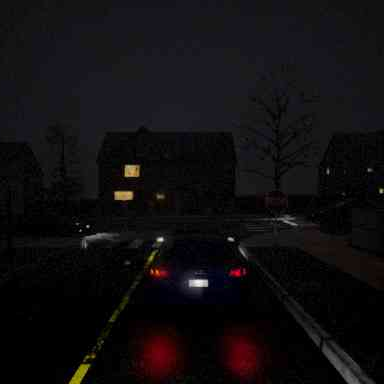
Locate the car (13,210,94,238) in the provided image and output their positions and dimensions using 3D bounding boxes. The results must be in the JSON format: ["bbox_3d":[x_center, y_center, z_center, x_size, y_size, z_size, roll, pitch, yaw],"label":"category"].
[{"bbox_3d":[-7.587,1.726,18.326,4.181,1.385,1.994,-1,1,11],"label":"car"}]

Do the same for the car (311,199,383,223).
[{"bbox_3d":[10.297,1.215,21.941,4.674,1.442,1.812,-1,1,0],"label":"car"}]

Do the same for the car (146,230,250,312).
[{"bbox_3d":[0.092,1.564,7.818,1.994,1.385,4.181,0,0,-1],"label":"car"}]
